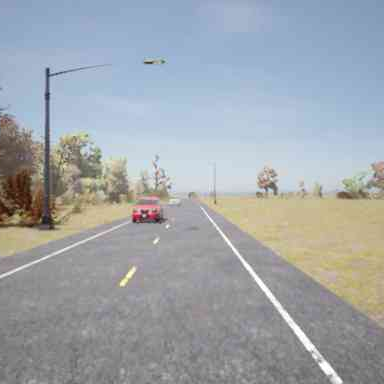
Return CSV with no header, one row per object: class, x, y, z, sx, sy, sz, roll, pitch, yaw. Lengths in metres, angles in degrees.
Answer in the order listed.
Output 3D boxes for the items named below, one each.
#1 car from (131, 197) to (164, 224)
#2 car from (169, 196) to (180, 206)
car,-3.608,1.481,27.992,2.150,2.045,5.566,0,-1,0
car,-3.523,1.885,68.361,2.150,2.045,5.566,0,0,0
